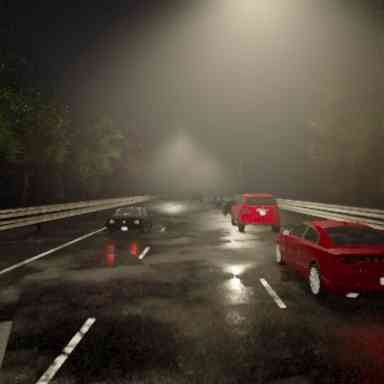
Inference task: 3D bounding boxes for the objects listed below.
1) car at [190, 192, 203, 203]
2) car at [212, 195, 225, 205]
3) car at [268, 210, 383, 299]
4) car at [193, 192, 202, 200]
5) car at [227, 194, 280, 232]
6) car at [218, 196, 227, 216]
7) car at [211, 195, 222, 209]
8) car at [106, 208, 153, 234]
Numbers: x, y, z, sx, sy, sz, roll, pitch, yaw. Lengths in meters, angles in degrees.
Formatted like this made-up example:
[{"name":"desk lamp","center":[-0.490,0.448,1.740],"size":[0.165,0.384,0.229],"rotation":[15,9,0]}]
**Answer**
[{"name":"car","center":[0.853,0.930,61.564],"size":[2.150,2.045,5.566],"rotation":[0,0,2]},{"name":"car","center":[4.130,1.235,52.261],"size":[1.882,1.535,5.008],"rotation":[0,0,1]},{"name":"car","center":[3.514,1.441,8.446],"size":[1.882,1.535,5.008],"rotation":[0,0,0]},{"name":"car","center":[1.418,0.852,78.810],"size":[2.097,1.767,4.553],"rotation":[0,0,2]},{"name":"car","center":[3.584,1.135,19.430],"size":[2.150,2.045,5.566],"rotation":[0,0,1]},{"name":"car","center":[3.710,1.366,30.355],"size":[1.837,1.490,4.892],"rotation":[0,0,1]},{"name":"car","center":[3.891,1.302,41.309],"size":[2.128,1.511,4.902],"rotation":[0,0,1]},{"name":"car","center":[-3.316,1.516,18.692],"size":[1.895,1.301,4.718],"rotation":[0,0,0]}]
